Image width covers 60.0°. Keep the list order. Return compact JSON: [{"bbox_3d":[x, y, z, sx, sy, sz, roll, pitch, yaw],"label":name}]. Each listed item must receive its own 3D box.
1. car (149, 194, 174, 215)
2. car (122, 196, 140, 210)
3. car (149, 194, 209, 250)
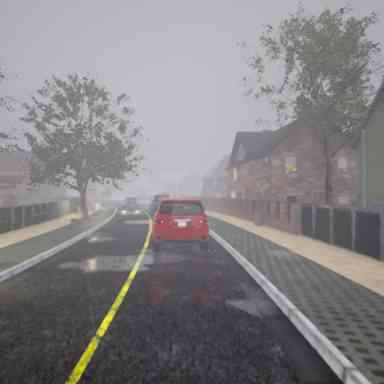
[{"bbox_3d":[-3.315,1.267,35.294,2.150,2.045,5.566,0,0,-10],"label":"car"},{"bbox_3d":[-7.970,1.395,43.360,2.097,1.767,4.553,0,0,-13],"label":"car"},{"bbox_3d":[-0.566,1.242,14.521,2.150,2.045,5.566,0,0,-4],"label":"car"}]
